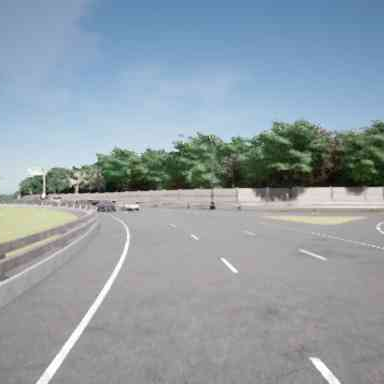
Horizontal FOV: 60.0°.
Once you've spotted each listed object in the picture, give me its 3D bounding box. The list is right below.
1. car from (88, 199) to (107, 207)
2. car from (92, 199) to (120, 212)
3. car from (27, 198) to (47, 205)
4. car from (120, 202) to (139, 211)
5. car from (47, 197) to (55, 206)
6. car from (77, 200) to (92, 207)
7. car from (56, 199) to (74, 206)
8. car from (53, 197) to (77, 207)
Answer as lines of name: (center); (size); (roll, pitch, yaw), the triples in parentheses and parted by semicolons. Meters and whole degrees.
car: (-20.481, 2.363, 72.085); (1.882, 1.535, 5.008); (0, -1, -43)
car: (-12.695, 2.083, 48.883); (2.128, 1.511, 4.902); (0, -1, -29)
car: (-36.923, 2.580, 78.358); (4.892, 1.490, 1.837); (-1, -1, 38)
car: (-9.672, 2.185, 50.659); (1.895, 1.301, 4.718); (0, -1, -29)
car: (-34.566, 2.312, 80.945); (5.566, 2.045, 2.150); (-1, -1, 38)
car: (-23.249, 2.438, 69.941); (1.994, 1.385, 4.181); (0, -1, -43)
car: (-31.763, 2.611, 83.167); (4.902, 1.511, 2.128); (-1, -1, 38)
car: (-25.823, 2.361, 67.565); (1.882, 1.535, 5.008); (0, -1, -43)
